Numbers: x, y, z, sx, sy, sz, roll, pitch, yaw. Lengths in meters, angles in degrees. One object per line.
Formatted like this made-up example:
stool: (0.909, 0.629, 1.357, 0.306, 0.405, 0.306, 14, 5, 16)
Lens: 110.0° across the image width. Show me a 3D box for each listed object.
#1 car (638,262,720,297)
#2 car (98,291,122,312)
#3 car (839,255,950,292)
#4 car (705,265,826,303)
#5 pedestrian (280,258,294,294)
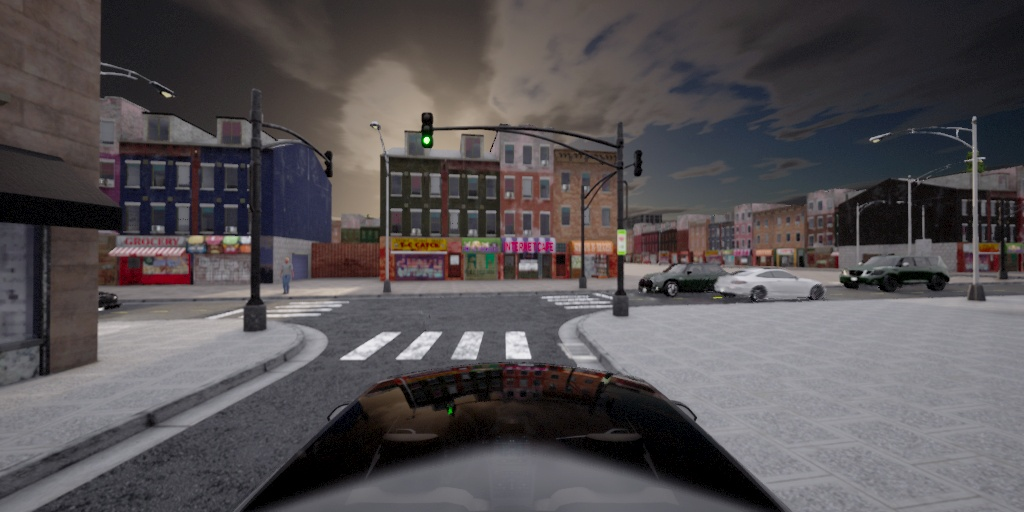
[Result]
car: (8.916, 1.122, 18.586, 4.553, 1.767, 2.097, 0, 0, -11)
car: (-16.096, 1.359, 11.285, 5.357, 1.411, 2.033, 0, 0, -10)
car: (22.270, 0.962, 20.918, 5.566, 2.045, 2.150, 0, 0, -9)
car: (11.600, 1.268, 16.237, 4.674, 1.442, 1.812, 0, 0, -9)
pedestrian: (-11.362, 0.985, 18.058, 0.375, 1.860, 0.375, 0, 0, -10)
